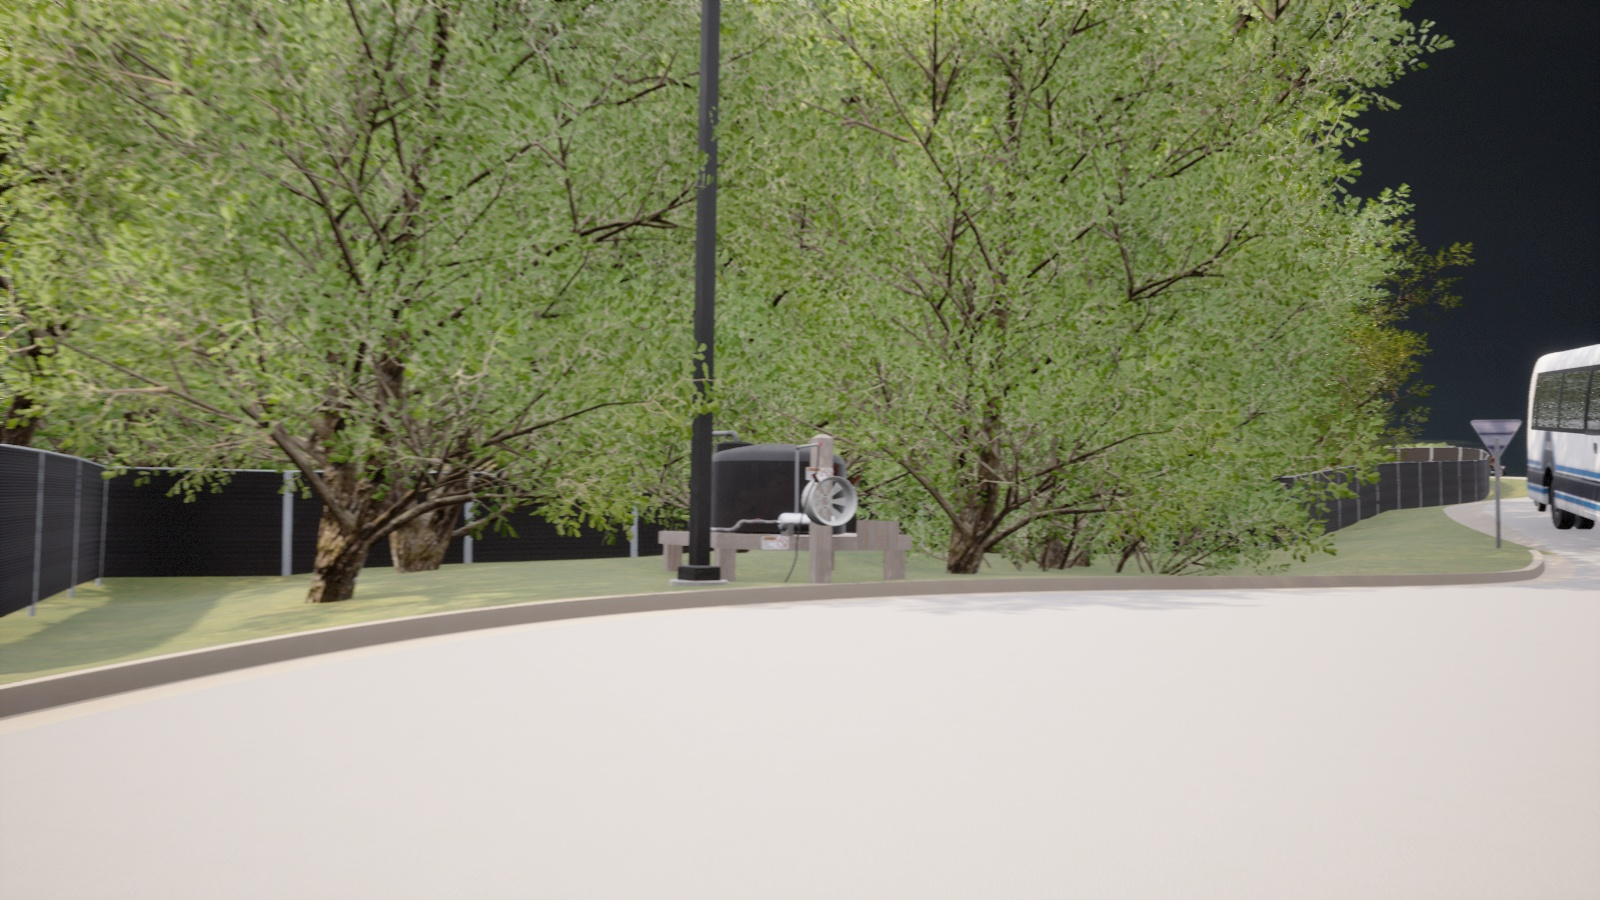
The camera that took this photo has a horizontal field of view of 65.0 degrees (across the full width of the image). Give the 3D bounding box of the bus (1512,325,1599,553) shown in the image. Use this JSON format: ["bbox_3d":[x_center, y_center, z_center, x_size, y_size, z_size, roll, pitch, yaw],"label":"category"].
[{"bbox_3d":[18.097,-0.356,26.307,3.944,4.253,10.273,-1,2,21],"label":"bus"}]
